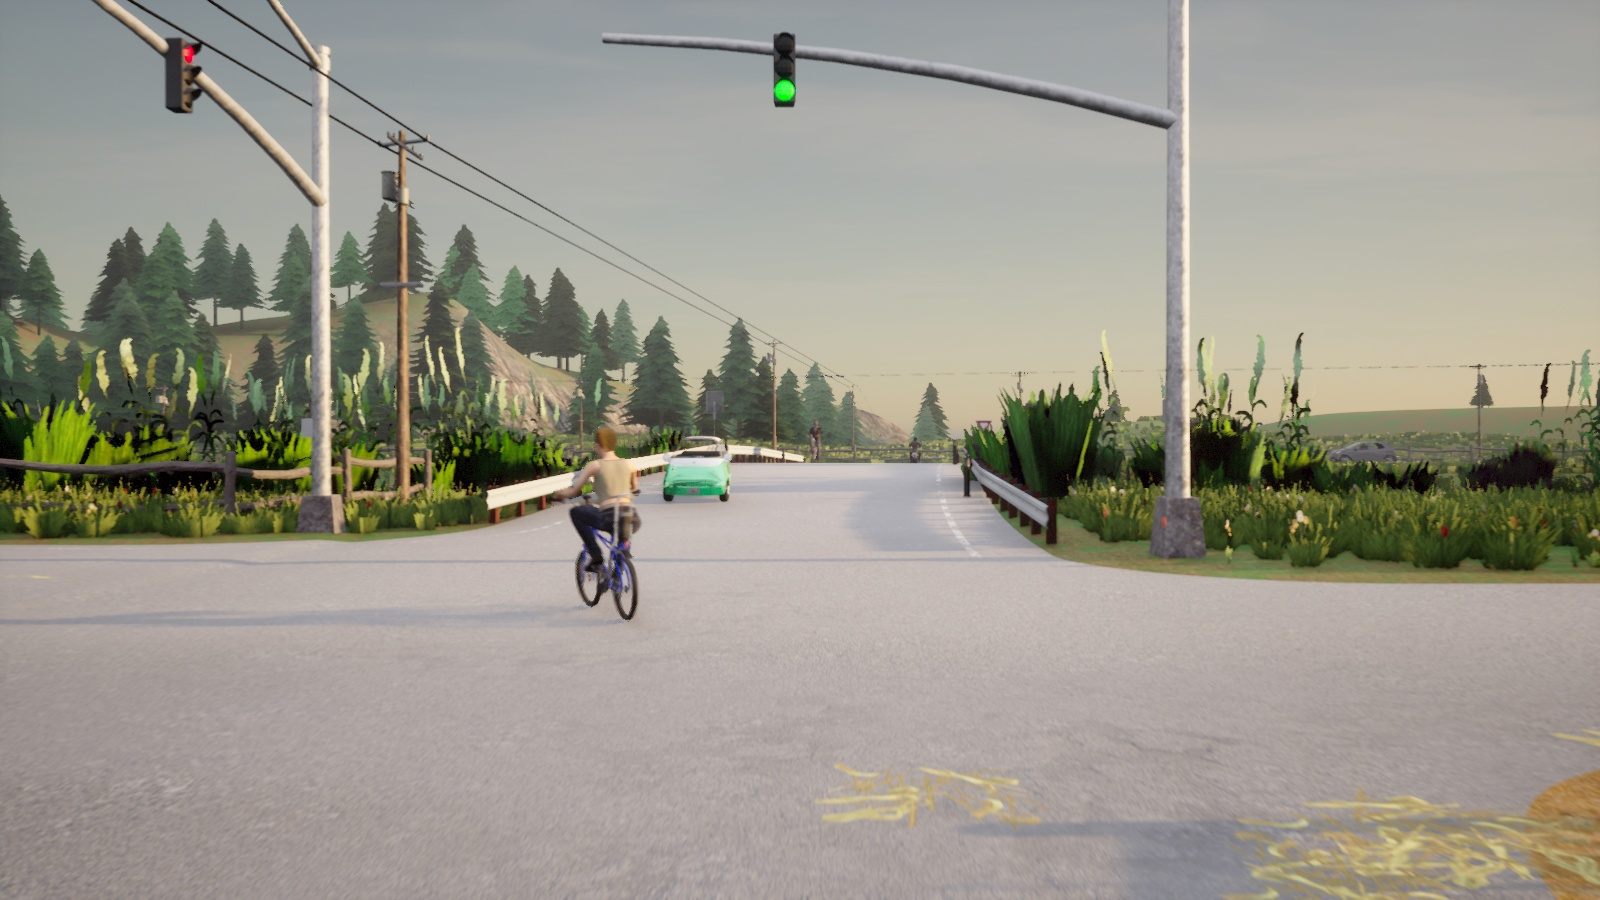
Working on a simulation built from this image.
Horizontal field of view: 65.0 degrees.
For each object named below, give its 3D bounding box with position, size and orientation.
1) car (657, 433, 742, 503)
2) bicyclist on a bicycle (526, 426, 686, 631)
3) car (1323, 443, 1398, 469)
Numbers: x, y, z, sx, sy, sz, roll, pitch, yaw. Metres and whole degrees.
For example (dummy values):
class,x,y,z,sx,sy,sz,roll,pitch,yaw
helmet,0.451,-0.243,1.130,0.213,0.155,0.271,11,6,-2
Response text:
class,x,y,z,sx,sy,sz,roll,pitch,yaw
car,-2.151,0.367,27.364,1.481,1.376,2.207,0,3,5
bicyclist on a bicycle,-1.706,0.614,10.866,0.866,1.612,1.509,-2,1,-28
car,33.268,0.328,74.629,3.633,1.501,1.845,0,0,5
